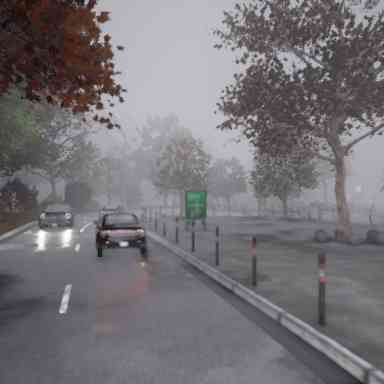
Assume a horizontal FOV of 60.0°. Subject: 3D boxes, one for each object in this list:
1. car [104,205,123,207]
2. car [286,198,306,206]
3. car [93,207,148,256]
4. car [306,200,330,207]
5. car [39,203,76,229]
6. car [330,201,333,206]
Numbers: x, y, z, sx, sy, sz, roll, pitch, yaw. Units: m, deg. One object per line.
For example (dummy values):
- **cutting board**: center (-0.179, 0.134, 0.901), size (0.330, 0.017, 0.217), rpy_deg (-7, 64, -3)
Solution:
- **car**: center (-6.608, 1.816, 28.408), size (2.128, 1.511, 4.902), rpy_deg (0, -1, -4)
- **car**: center (27.839, 2.768, 90.143), size (5.566, 2.045, 2.435), rpy_deg (0, -2, 20)
- **car**: center (-3.052, 1.623, 13.898), size (2.128, 1.511, 4.902), rpy_deg (0, -1, -16)
- **car**: center (28.931, 2.695, 76.242), size (5.357, 1.411, 2.033), rpy_deg (1, -2, -44)
- **car**: center (-9.512, 1.600, 23.727), size (2.097, 1.767, 4.553), rpy_deg (0, -1, -16)
- **car**: center (35.843, 2.978, 87.806), size (1.812, 1.442, 4.674), rpy_deg (0, -2, 20)
